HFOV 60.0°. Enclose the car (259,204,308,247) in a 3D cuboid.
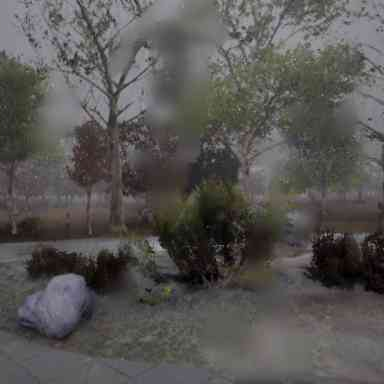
[{"bbox_3d":[1.780,1.084,11.365,4.181,1.385,1.994,-3,0,9],"label":"car"}]
